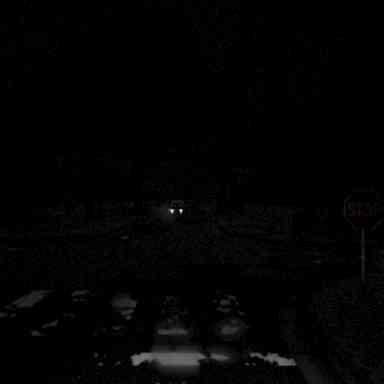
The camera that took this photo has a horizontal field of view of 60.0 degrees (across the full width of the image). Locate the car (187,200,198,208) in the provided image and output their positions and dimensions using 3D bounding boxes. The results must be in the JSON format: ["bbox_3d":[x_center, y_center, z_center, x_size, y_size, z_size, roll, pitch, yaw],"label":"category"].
[{"bbox_3d":[0.093,2.415,65.447,2.128,1.511,4.902,0,-1,0],"label":"car"}]

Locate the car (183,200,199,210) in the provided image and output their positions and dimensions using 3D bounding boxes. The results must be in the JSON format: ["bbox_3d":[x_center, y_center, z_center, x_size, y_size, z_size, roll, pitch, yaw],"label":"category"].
[{"bbox_3d":[0.079,2.214,55.029,2.128,1.511,4.902,0,-1,0],"label":"car"}]

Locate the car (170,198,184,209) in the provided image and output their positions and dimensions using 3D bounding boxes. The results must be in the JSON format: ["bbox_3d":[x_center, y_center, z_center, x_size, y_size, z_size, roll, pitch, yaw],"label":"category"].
[{"bbox_3d":[-2.665,2.046,60.424,2.150,2.045,5.566,0,-1,0],"label":"car"}]
